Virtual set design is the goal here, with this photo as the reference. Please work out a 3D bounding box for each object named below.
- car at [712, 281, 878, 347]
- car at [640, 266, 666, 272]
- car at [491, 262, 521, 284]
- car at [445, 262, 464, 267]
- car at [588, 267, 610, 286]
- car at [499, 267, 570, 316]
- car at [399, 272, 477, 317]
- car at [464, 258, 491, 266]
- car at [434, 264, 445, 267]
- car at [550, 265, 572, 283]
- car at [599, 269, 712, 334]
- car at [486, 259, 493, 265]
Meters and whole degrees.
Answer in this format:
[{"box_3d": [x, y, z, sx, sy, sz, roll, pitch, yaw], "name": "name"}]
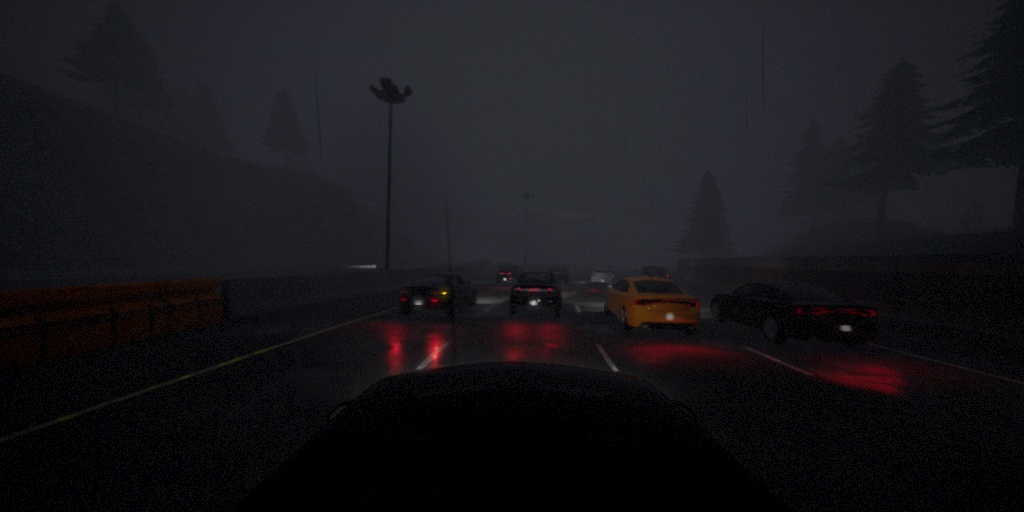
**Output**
[{"box_3d": [7.588, 1.447, 10.328, 1.882, 1.535, 5.008, 1, 0, 6], "name": "car"}, {"box_3d": [10.322, 1.505, 26.650, 2.097, 1.767, 4.553, 1, -1, 13], "name": "car"}, {"box_3d": [0.030, 1.471, 28.747, 1.837, 1.490, 4.892, 1, 0, 13], "name": "car"}, {"box_3d": [-8.575, 1.599, 59.357, 1.994, 1.385, 4.181, 1, 0, 23], "name": "car"}, {"box_3d": [7.156, 1.631, 28.493, 1.812, 1.442, 4.674, 1, 0, 13], "name": "car"}, {"box_3d": [1.028, 1.361, 14.187, 2.128, 1.511, 4.902, 1, 0, 7], "name": "car"}, {"box_3d": [-2.604, 1.317, 13.394, 1.812, 1.442, 4.674, 1, -1, 7], "name": "car"}, {"box_3d": [-5.055, 1.320, 58.699, 2.150, 2.045, 5.566, 1, 0, 23], "name": "car"}, {"box_3d": [-11.380, 1.598, 61.642, 1.895, 1.301, 4.718, 1, 0, 23], "name": "car"}, {"box_3d": [3.828, 1.525, 29.600, 1.882, 1.535, 5.008, 1, -1, 13], "name": "car"}, {"box_3d": [4.216, 1.389, 11.491, 1.882, 1.535, 5.008, 1, 0, 6], "name": "car"}, {"box_3d": [-1.719, 1.649, 57.555, 2.128, 1.511, 4.902, 1, 0, 24], "name": "car"}]
